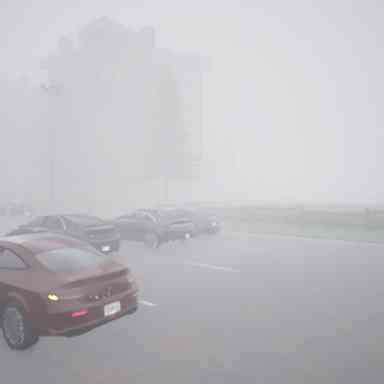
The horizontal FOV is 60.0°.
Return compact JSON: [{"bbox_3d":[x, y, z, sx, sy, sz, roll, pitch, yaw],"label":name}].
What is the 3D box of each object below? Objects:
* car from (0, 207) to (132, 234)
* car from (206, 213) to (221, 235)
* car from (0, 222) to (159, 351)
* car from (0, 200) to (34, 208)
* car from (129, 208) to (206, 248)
[{"bbox_3d":[-4.588,1.465,11.561,4.892,1.490,1.837,0,0,35],"label":"car"},{"bbox_3d":[-0.570,1.523,17.294,4.181,1.385,1.994,0,0,35],"label":"car"},{"bbox_3d":[-3.024,1.503,6.130,4.674,1.442,1.812,0,0,35],"label":"car"},{"bbox_3d":[-14.899,1.397,27.508,4.892,1.490,1.837,0,0,35],"label":"car"},{"bbox_3d":[-2.149,1.453,14.121,4.902,1.511,2.128,0,0,35],"label":"car"}]
